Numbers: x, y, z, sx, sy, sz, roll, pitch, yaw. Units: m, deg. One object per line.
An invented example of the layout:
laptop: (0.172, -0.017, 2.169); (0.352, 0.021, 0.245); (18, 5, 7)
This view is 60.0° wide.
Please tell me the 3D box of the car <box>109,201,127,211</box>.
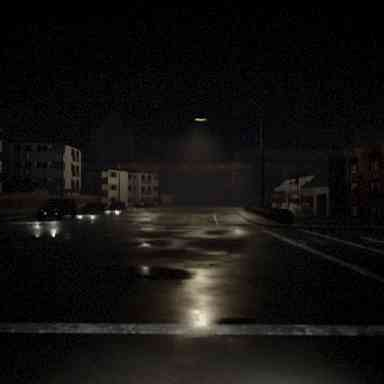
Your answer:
car: (-12.011, 2.278, 53.839); (1.837, 1.490, 4.892); (0, -1, 7)

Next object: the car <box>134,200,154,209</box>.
car: (-9.163, 2.287, 63.961); (2.097, 1.767, 4.553); (0, -1, 25)

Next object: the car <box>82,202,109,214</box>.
car: (-12.915, 2.089, 43.667); (1.882, 1.535, 5.008); (0, -1, 4)

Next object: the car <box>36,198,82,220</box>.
car: (-13.480, 1.673, 33.608); (2.150, 2.045, 5.566); (0, -1, 3)
